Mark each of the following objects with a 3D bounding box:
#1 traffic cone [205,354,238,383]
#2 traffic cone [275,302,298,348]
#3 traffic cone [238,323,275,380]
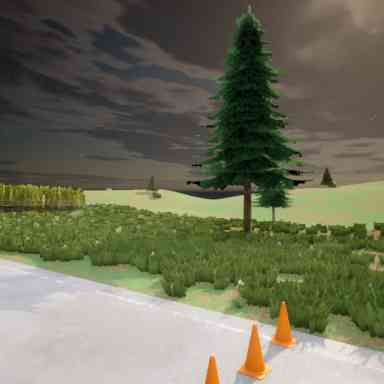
[{"bbox_3d":[0.209,1.955,3.385,0.340,0.580,0.340,0,0,36],"label":"traffic cone"},{"bbox_3d":[1.378,1.955,5.007,0.340,0.580,0.340,0,0,36],"label":"traffic cone"},{"bbox_3d":[0.793,1.955,4.196,0.340,0.580,0.340,0,0,36],"label":"traffic cone"}]
